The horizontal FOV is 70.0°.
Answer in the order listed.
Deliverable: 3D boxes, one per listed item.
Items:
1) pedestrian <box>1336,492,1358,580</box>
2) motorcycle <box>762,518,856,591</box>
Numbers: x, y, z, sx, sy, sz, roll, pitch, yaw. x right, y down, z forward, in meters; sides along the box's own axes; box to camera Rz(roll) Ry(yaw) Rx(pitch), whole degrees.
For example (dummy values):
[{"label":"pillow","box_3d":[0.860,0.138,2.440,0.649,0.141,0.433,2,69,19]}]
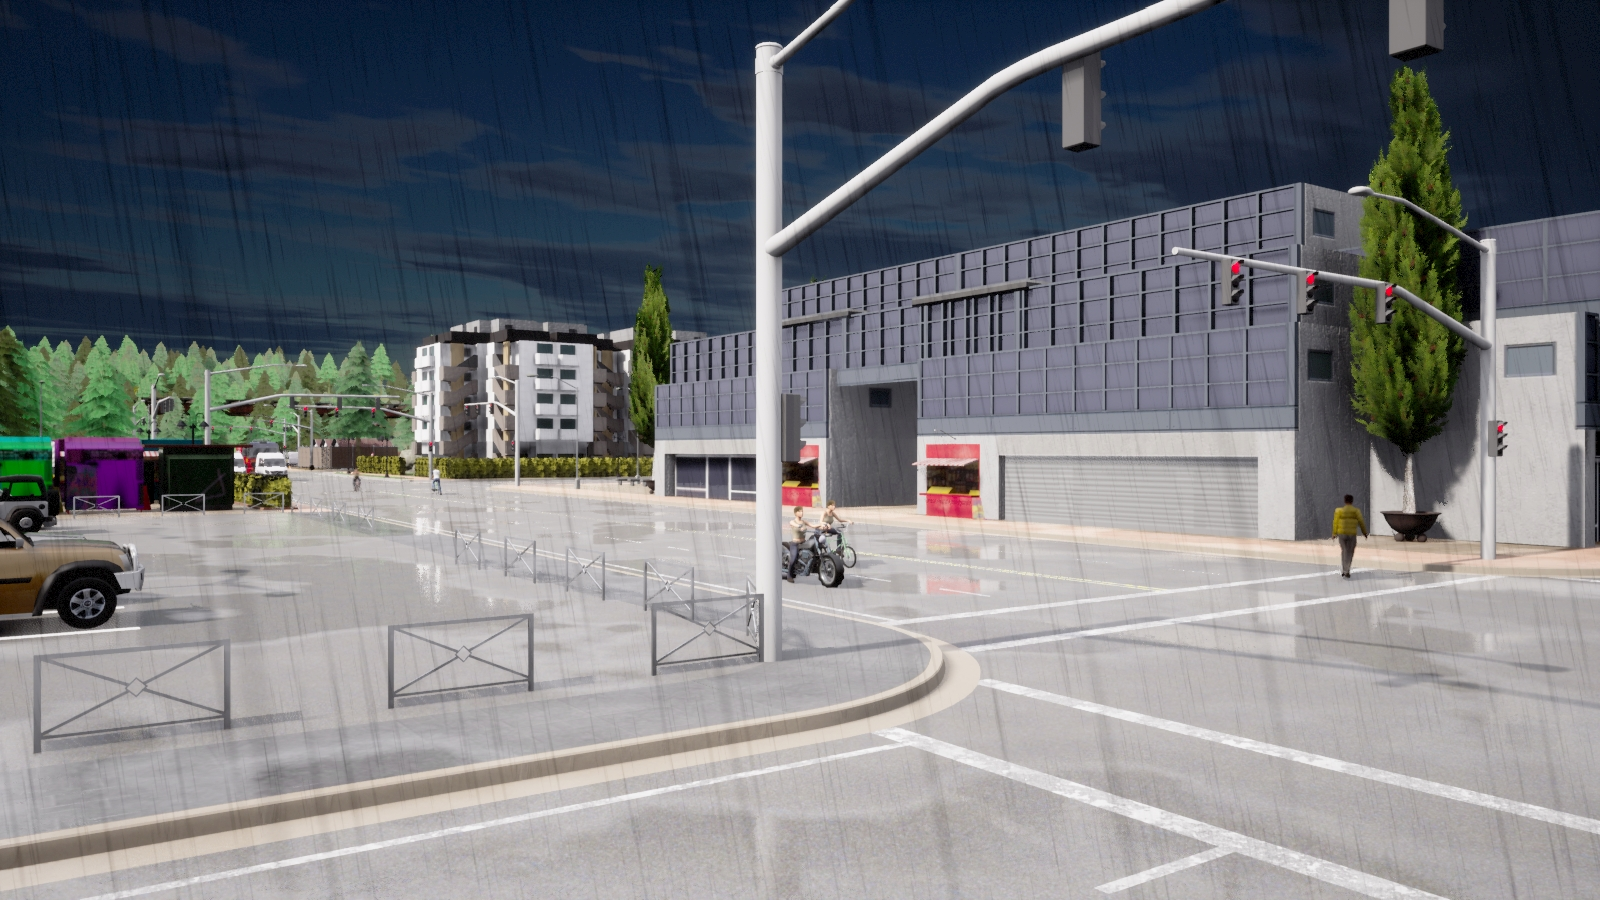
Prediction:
[{"label":"pedestrian","box_3d":[11.815,1.848,24.684,0.375,1.860,0.375,0,0,36]},{"label":"motorcycle","box_3d":[0.165,2.155,23.900,0.764,1.307,2.356,0,0,-34]}]
